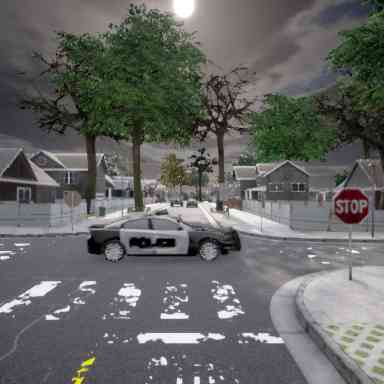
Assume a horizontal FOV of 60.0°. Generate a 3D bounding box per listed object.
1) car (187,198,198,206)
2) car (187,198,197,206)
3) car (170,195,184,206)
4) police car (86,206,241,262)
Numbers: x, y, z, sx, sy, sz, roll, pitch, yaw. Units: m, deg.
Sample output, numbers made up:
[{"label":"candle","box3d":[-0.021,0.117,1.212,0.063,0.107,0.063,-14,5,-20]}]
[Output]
[{"label":"car","box3d":[0.009,1.865,55.985,1.812,1.442,4.674,0,-1,0]},{"label":"car","box3d":[0.008,1.968,66.023,1.837,1.490,4.892,0,-1,0]},{"label":"car","box3d":[-2.743,1.621,60.994,2.150,2.045,5.566,0,-1,0]},{"label":"police car","box3d":[-0.981,1.454,11.591,5.238,1.638,1.930,0,0,-1]}]
